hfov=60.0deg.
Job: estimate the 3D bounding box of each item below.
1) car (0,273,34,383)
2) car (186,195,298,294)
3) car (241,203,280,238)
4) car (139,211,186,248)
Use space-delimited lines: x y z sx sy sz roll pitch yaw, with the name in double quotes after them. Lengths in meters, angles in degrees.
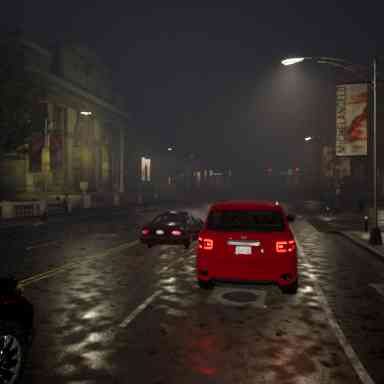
-3.088 1.219 1.691 2.150 2.045 5.566 0 0 3 "car"
1.591 1.221 9.061 2.150 2.045 5.566 0 0 13 "car"
3.942 1.478 18.723 1.882 1.535 5.008 0 0 14 "car"
-0.608 1.548 14.795 2.033 1.411 5.357 0 0 13 "car"
